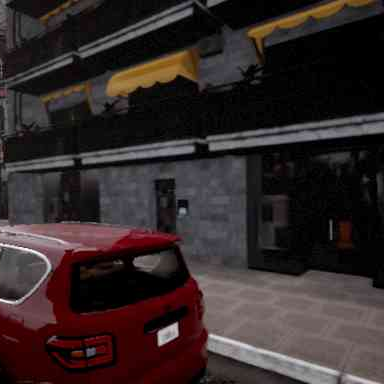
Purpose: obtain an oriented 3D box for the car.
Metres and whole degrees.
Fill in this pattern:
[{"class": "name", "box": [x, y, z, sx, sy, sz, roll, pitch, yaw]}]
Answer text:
[{"class": "car", "box": [-2.153, 1.316, 4.273, 5.009, 1.841, 2.192, 0, -1, 35]}]
